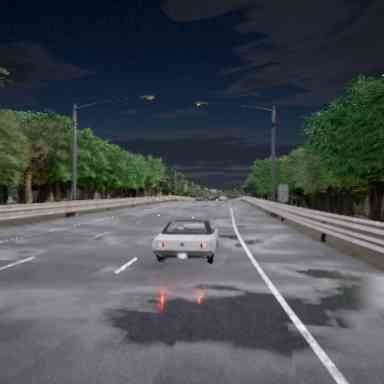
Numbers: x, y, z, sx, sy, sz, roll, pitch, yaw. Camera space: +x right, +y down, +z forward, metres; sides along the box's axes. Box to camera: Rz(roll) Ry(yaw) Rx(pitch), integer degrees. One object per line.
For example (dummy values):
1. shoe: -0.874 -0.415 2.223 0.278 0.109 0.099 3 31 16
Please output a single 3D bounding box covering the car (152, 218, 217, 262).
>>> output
1. car: -0.044 1.605 12.096 1.895 1.301 4.718 0 0 6
